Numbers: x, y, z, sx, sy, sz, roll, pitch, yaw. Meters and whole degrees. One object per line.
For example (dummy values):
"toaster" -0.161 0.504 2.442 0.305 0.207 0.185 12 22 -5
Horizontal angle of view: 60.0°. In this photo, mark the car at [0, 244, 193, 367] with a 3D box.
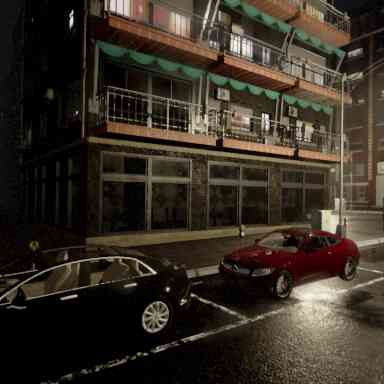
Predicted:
"car" -2.041 1.551 5.047 4.403 1.369 2.008 0 1 -36

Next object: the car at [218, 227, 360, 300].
"car" 2.584 1.585 8.354 4.206 1.307 1.802 0 1 -36
